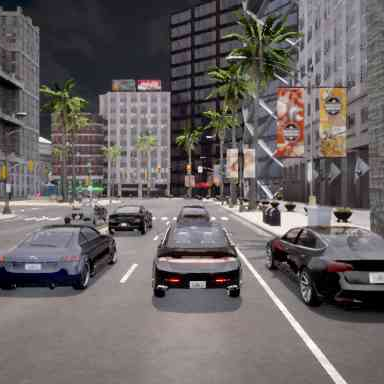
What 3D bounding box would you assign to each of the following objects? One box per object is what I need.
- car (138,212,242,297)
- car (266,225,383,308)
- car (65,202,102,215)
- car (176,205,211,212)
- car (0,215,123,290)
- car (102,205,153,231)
[{"bbox_3d":[0.101,1.492,8.544,2.128,1.511,4.902,0,0,0],"label":"car"},{"bbox_3d":[3.192,1.513,8.023,2.161,1.482,4.786,0,0,-1],"label":"car"},{"bbox_3d":[-7.001,1.358,22.333,1.994,1.385,4.181,0,0,0],"label":"car"},{"bbox_3d":[0.101,1.505,18.799,1.837,1.490,4.892,0,0,0],"label":"car"},{"bbox_3d":[-3.397,1.564,9.101,1.994,1.385,4.181,0,0,0],"label":"car"},{"bbox_3d":[-3.400,1.478,19.070,1.882,1.535,5.008,0,0,0],"label":"car"}]
